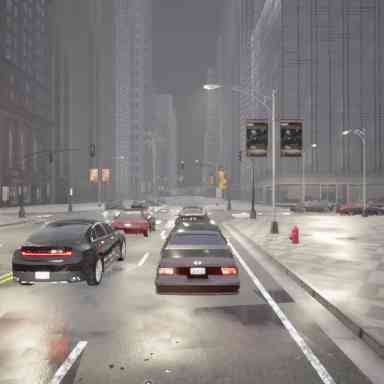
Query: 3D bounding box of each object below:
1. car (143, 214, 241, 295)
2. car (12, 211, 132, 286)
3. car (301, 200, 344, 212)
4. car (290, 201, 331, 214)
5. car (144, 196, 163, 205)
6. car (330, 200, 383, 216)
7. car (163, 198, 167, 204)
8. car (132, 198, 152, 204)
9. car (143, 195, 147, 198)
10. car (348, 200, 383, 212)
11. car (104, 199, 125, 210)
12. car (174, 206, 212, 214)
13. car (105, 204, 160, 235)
[{"bbox_3d":[0.108,1.557,8.853,2.033,1.411,5.357,0,0,0],"label":"car"},{"bbox_3d":[-3.149,1.516,9.437,1.837,1.490,4.892,0,0,0],"label":"car"},{"bbox_3d":[15.192,1.661,38.843,4.313,1.339,1.947,0,0,-1],"label":"car"},{"bbox_3d":[12.863,1.635,36.051,4.181,1.385,1.994,0,-1,-2],"label":"car"},{"bbox_3d":[-6.573,1.834,56.824,1.994,1.385,4.181,0,0,0],"label":"car"},{"bbox_3d":[15.321,1.576,30.320,4.206,1.307,1.802,0,0,-1],"label":"car"},{"bbox_3d":[-6.486,1.924,71.748,2.033,1.411,5.357,0,0,0],"label":"car"},{"bbox_3d":[-6.591,1.772,42.043,1.895,1.301,4.718,0,0,0],"label":"car"},{"bbox_3d":[-9.803,1.810,61.554,1.837,1.490,4.892,0,-1,0],"label":"car"},{"bbox_3d":[20.832,1.642,38.930,4.313,1.339,1.947,0,0,-1],"label":"car"},{"bbox_3d":[-9.841,1.680,42.603,1.837,1.490,4.892,0,-1,0],"label":"car"},{"bbox_3d":[0.050,1.543,18.592,1.837,1.490,4.892,0,0,1],"label":"car"},{"bbox_3d":[-3.147,1.601,18.338,1.994,1.385,4.181,0,0,0],"label":"car"}]
